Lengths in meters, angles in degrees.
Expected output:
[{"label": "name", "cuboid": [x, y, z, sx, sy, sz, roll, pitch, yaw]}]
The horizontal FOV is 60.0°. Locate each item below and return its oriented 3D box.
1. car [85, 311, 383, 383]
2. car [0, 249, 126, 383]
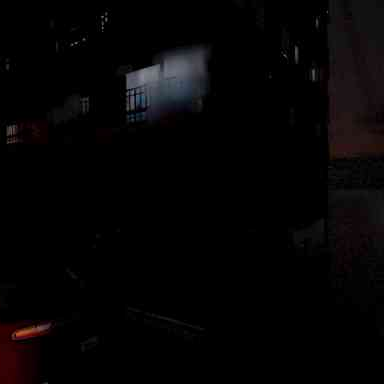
[{"label": "car", "cuboid": [1.642, 1.566, 1.706, 4.313, 1.339, 1.947, 0, 0, 35]}, {"label": "car", "cuboid": [-2.951, 1.545, 4.973, 4.507, 1.381, 1.887, 0, 0, 35]}]
